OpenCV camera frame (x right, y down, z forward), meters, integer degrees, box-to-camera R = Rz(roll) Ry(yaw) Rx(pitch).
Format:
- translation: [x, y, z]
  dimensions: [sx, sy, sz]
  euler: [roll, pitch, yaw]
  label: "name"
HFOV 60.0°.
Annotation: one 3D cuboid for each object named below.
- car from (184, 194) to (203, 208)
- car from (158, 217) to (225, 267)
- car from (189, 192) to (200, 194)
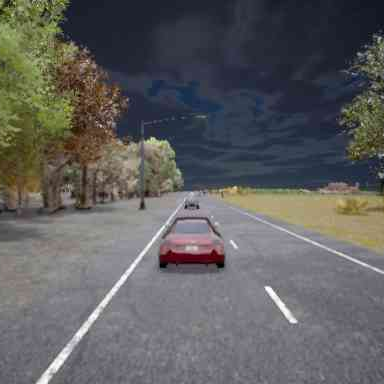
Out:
- translation: [-0.005, 1.360, 43.195]
  dimensions: [2.033, 1.411, 5.357]
  euler: [0, 0, 0]
  label: "car"
- translation: [-0.002, 1.518, 11.213]
  dimensions: [1.994, 1.385, 4.181]
  euler: [0, 0, 0]
  label: "car"
- translation: [-0.005, 1.278, 60.236]
  dimensions: [2.033, 1.411, 5.357]
  euler: [0, 0, 0]
  label: "car"
